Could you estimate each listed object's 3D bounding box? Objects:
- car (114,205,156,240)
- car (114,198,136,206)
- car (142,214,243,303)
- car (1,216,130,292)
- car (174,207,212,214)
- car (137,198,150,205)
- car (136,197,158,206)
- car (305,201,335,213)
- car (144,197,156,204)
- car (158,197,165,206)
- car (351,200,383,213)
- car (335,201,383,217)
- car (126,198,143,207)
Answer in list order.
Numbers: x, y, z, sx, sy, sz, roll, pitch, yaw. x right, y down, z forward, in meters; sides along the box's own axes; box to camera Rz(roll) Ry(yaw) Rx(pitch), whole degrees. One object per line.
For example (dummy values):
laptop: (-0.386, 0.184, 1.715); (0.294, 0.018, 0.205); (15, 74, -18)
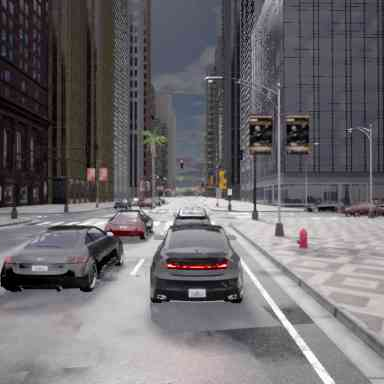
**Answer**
car: (-3.174, 1.601, 17.379); (1.994, 1.385, 4.181); (0, 0, 0)
car: (-9.918, 1.765, 48.307); (2.033, 1.411, 5.357); (0, 0, 0)
car: (0.089, 1.515, 8.204); (1.837, 1.490, 4.892); (0, 0, 0)
car: (-3.168, 1.576, 8.979); (1.994, 1.385, 4.181); (0, 0, 1)
car: (0.025, 1.529, 17.526); (2.128, 1.511, 4.902); (0, 0, 0)
car: (-9.852, 1.923, 67.748); (1.994, 1.385, 4.181); (0, 0, 1)
car: (-6.667, 1.706, 50.037); (1.882, 1.535, 5.008); (0, 0, 0)
car: (15.131, 1.660, 37.771); (4.313, 1.339, 1.947); (0, 0, -1)
car: (-9.863, 1.986, 78.342); (2.033, 1.411, 5.357); (0, 0, 0)
car: (-6.656, 1.652, 60.074); (2.097, 1.767, 4.553); (0, 0, 0)
car: (20.771, 1.641, 37.867); (4.313, 1.339, 1.947); (0, 0, -1)
car: (15.274, 1.576, 29.247); (4.206, 1.307, 1.802); (0, 0, -1)
car: (-9.915, 1.775, 57.862); (2.128, 1.511, 4.902); (0, 0, 0)
